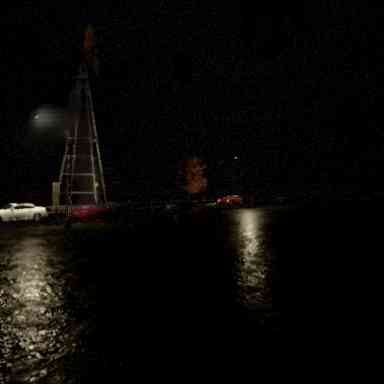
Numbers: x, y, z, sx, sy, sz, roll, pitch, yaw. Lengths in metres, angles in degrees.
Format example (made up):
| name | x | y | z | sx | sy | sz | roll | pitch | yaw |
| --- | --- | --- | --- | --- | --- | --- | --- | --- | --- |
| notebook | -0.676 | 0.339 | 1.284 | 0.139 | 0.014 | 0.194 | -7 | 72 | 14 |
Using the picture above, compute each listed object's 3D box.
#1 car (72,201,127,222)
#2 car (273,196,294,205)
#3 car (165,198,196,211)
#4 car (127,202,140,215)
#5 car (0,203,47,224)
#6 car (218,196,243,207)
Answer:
| name | x | y | z | sx | sy | sz | roll | pitch | yaw |
| --- | --- | --- | --- | --- | --- | --- | --- | --- | --- |
| car | -7.948 | 1.658 | 28.106 | 1.994 | 1.385 | 4.181 | 0 | 1 | 38 |
| car | 16.269 | 1.501 | 59.099 | 2.033 | 1.411 | 5.357 | 0 | 1 | 40 |
| car | -1.386 | 1.548 | 41.433 | 1.812 | 1.442 | 4.674 | 0 | 1 | 38 |
| car | -7.664 | 1.606 | 33.283 | 2.033 | 1.411 | 5.357 | 0 | 1 | 38 |
| car | -13.584 | 1.620 | 25.563 | 1.812 | 1.442 | 4.674 | 0 | 1 | 39 |
| car | 5.812 | 1.333 | 50.573 | 2.097 | 1.767 | 4.553 | 0 | 1 | 39 |
